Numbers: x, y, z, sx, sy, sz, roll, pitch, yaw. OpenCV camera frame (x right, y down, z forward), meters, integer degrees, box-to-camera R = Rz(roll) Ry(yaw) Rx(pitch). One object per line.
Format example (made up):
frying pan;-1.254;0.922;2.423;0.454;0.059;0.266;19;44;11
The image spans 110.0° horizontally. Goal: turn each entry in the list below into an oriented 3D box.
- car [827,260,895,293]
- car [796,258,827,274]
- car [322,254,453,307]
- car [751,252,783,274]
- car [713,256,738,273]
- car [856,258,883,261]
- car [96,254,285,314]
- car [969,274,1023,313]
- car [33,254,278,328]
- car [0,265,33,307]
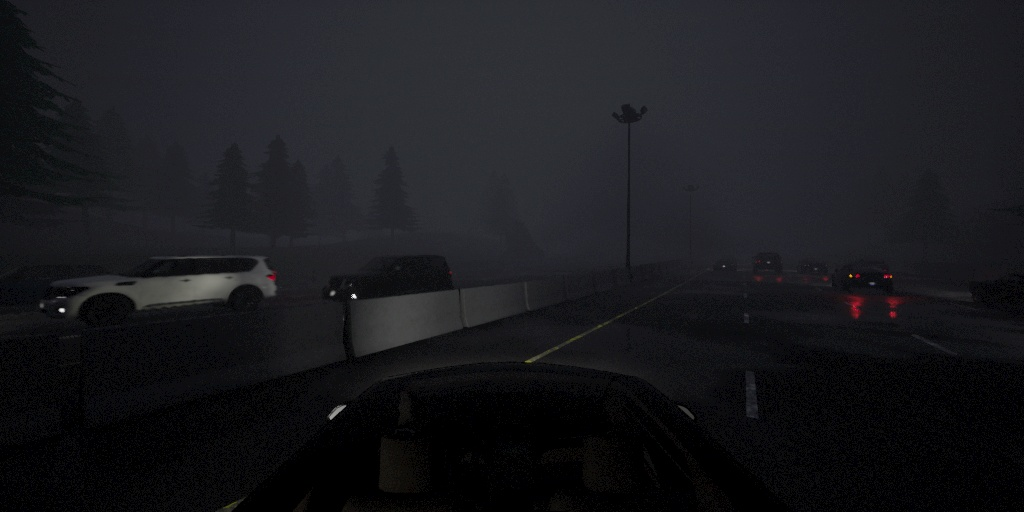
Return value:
car;19.235;1.153;19.817;1.812;1.442;4.674;0;1;33
car;28.121;0.914;33.626;1.812;1.442;4.674;0;1;33
car;-4.876;0.955;15.052;2.150;2.045;5.566;0;0;33
car;24.560;0.628;34.560;2.150;2.045;5.566;0;1;33
car;21.991;0.956;37.039;1.994;1.385;4.181;0;1;33
car;30.276;0.921;30.508;1.837;1.490;4.892;0;1;33
car;-13.133;0.959;15.156;2.150;2.045;5.566;0;0;33
car;18.948;1.287;12.902;1.895;1.301;4.718;0;1;33
car;-11.064;0.962;11.905;2.150;2.045;5.566;0;0;33
car;-18.210;1.088;13.735;2.097;1.767;4.553;0;0;33
